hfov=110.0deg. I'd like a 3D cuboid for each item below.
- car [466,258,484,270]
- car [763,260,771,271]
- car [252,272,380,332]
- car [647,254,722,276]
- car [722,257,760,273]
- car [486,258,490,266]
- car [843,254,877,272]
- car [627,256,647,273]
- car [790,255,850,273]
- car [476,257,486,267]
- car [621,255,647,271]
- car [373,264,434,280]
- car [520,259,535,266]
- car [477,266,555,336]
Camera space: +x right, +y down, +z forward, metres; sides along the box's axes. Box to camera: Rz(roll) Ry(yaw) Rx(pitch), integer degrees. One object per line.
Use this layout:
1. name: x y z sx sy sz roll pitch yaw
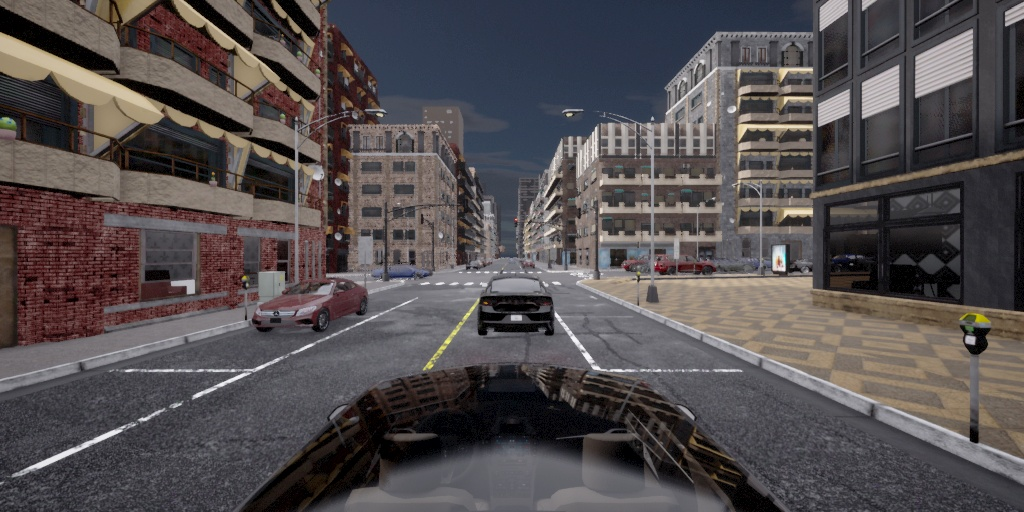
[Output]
1. car: -5.689 1.330 52.829 1.948 1.339 4.313 0 0 0
2. car: 23.841 0.829 36.654 5.357 1.411 2.033 -1 0 -1
3. car: -5.742 1.332 10.806 1.802 1.307 4.207 0 0 0
4. car: 14.710 0.778 30.785 5.009 1.841 2.192 0 0 0
5. car: 20.203 0.920 33.423 4.181 1.385 1.994 -1 0 0
6. car: -5.689 1.086 64.194 2.192 1.841 5.009 0 0 0
7. car: 31.351 0.717 30.930 4.313 1.339 1.948 0 0 0
8. car: 14.446 1.021 36.572 4.181 1.385 1.994 -1 0 -1
9. car: 25.803 0.822 30.881 4.313 1.339 1.948 0 0 0
10. car: -5.690 1.293 58.342 1.751 1.417 4.829 0 0 0
11. car: 14.575 0.764 39.164 5.009 1.841 2.192 0 0 0
12. car: -10.065 1.463 33.160 5.357 1.411 2.033 -1 0 -1
13. car: 2.691 1.207 58.513 1.967 1.591 4.097 0 0 0
14. car: 0.099 1.227 10.465 1.882 1.535 5.008 0 0 0
